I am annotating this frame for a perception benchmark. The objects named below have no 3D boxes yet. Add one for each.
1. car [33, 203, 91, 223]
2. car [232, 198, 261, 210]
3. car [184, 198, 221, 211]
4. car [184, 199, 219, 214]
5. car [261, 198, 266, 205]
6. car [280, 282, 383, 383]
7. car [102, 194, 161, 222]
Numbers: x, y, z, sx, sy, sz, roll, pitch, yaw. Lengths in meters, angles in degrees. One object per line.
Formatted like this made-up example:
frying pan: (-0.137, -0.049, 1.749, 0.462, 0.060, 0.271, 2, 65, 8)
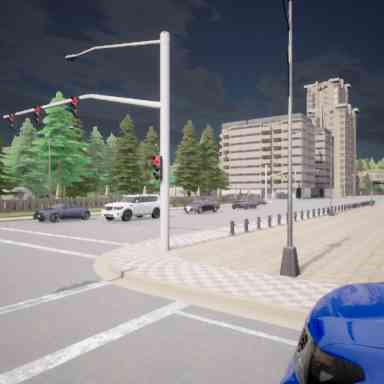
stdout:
car: (-9.999, 1.560, 25.809, 1.994, 1.385, 4.181, 0, 0, 35)
car: (6.884, 1.561, 43.426, 1.994, 1.385, 4.181, 0, 0, 36)
car: (1.428, 1.544, 41.828, 2.033, 1.411, 5.357, 0, 0, 36)
car: (1.058, 1.488, 35.283, 2.128, 1.511, 4.902, 0, 0, 36)
car: (10.621, 1.604, 54.561, 1.994, 1.385, 4.181, 0, 0, 35)
car: (3.299, 1.222, 1.613, 5.566, 2.045, 2.150, 0, 0, 36)
car: (-4.706, 1.218, 27.203, 2.150, 2.045, 5.566, 0, 0, 35)
